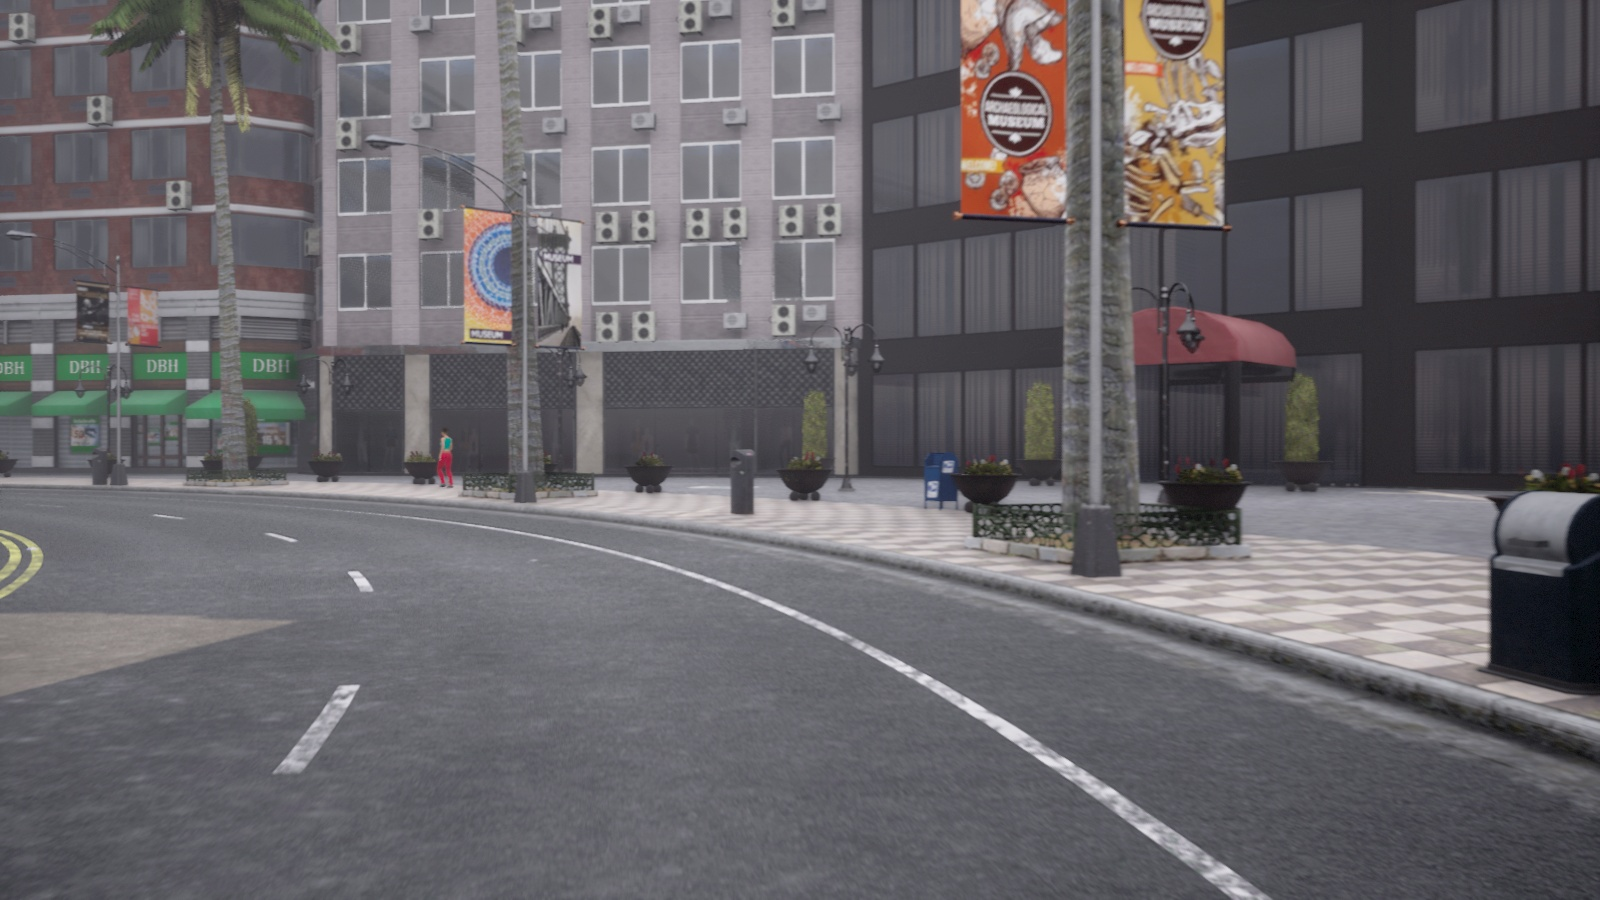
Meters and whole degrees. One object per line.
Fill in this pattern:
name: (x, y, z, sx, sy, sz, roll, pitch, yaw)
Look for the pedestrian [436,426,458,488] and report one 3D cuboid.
pedestrian: (-10.560, 0.195, 37.551, 0.594, 1.836, 0.345, 0, 0, 36)
